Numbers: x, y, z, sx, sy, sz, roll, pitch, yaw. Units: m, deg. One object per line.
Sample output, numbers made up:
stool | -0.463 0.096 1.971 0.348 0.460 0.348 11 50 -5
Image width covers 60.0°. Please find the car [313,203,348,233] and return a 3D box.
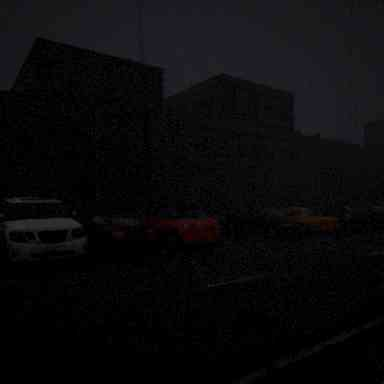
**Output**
car | 5.979 1.556 19.637 1.946 1.575 5.366 1 0 -35

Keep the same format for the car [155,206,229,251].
car | -0.822 1.367 14.603 2.185 1.767 4.553 0 0 -35

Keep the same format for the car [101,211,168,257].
car | -3.115 1.518 13.032 2.002 1.452 4.674 0 0 -35

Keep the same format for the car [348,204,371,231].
car | 8.281 1.455 20.991 2.185 1.767 4.553 1 0 -35

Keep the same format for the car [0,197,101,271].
car | -5.371 1.218 11.417 2.435 2.045 5.566 0 0 -35

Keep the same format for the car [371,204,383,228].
car | 10.550 1.634 22.580 2.163 1.488 4.792 1 0 -35

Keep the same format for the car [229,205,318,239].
car | 3.806 1.537 17.894 2.231 1.521 4.892 1 0 -35
